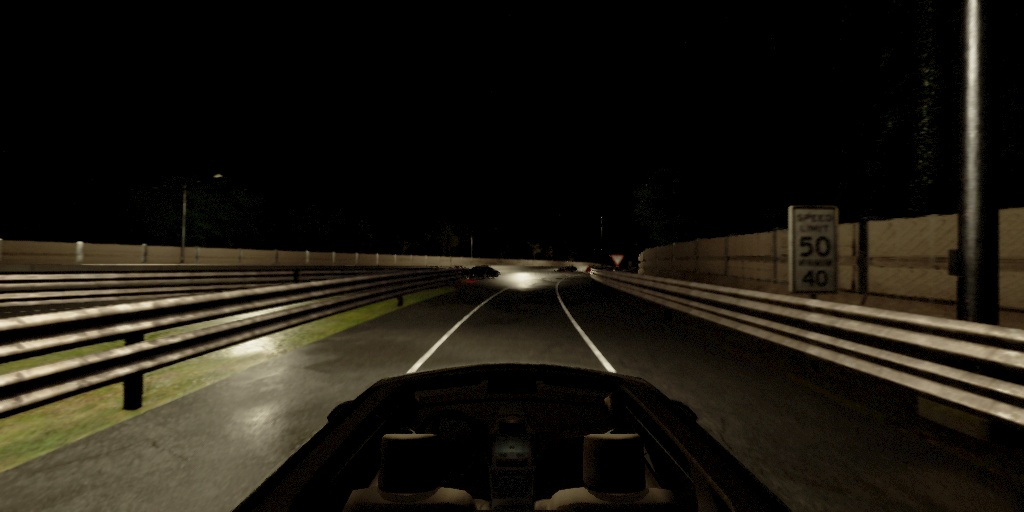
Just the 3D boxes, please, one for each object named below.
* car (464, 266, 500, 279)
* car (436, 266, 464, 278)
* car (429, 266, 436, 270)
[{"bbox_3d":[-3.204,1.906,41.749,1.837,1.490,4.892,0,-1,27],"label":"car"},{"bbox_3d":[-6.344,1.954,43.295,2.033,1.411,5.357,0,-1,27],"label":"car"},{"bbox_3d":[-9.476,1.959,44.859,2.033,1.411,5.357,0,-1,27],"label":"car"}]
